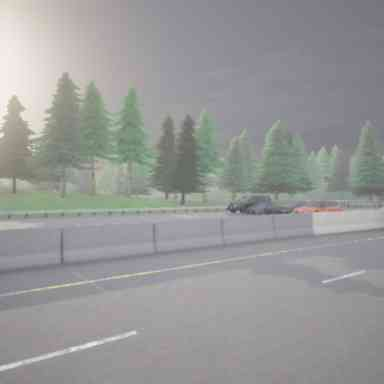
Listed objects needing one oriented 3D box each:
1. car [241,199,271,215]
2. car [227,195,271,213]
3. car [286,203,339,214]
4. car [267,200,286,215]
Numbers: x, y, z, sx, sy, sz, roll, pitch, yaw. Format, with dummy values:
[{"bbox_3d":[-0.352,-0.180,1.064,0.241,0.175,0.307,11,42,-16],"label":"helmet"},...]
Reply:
[{"bbox_3d":[7.584,1.739,34.317,4.181,1.385,1.994,0,0,-31],"label":"car"},{"bbox_3d":[6.687,1.401,37.863,5.566,2.045,2.150,0,0,-31],"label":"car"},{"bbox_3d":[10.479,1.500,27.888,4.553,1.767,2.097,0,0,-31],"label":"car"},{"bbox_3d":[10.107,1.714,31.750,5.357,1.411,2.033,0,0,-31],"label":"car"}]
